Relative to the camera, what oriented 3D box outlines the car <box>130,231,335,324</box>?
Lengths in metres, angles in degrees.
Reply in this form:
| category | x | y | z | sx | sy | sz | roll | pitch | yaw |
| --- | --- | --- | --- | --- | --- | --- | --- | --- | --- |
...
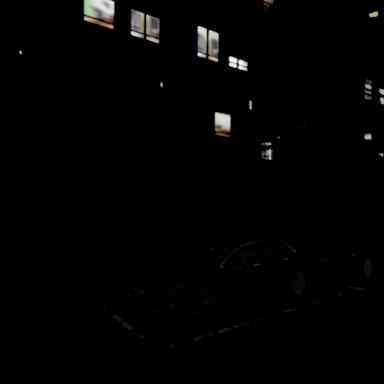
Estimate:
| category | x | y | z | sx | sy | sz | roll | pitch | yaw |
| --- | --- | --- | --- | --- | --- | --- | --- | --- | --- |
| car | 0.844 | 1.595 | 7.161 | 4.403 | 1.369 | 2.008 | 1 | 0 | -36 |

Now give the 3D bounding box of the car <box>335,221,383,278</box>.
| category | x | y | z | sx | sy | sz | roll | pitch | yaw |
| --- | --- | --- | --- | --- | --- | --- | --- | --- | --- |
| car | 5.431 | 1.642 | 10.436 | 4.507 | 1.381 | 1.887 | 1 | 0 | -36 |
